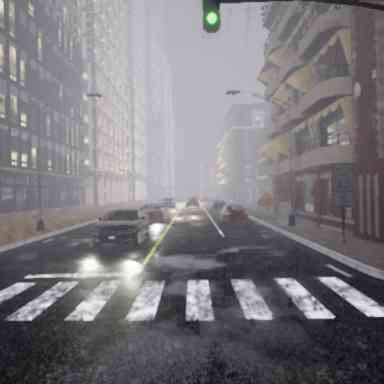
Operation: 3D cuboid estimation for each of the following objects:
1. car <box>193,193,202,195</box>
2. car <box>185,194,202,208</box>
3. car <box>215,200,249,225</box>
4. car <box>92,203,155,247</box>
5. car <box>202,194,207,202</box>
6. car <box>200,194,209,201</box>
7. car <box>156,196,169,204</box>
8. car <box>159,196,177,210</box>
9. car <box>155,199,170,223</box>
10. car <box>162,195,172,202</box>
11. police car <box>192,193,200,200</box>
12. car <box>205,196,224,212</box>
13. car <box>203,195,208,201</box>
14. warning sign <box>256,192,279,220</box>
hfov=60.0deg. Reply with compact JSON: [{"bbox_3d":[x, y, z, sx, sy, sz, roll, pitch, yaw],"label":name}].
[{"bbox_3d":[0.103,1.353,55.062,2.128,1.511,4.902,-1,0,0],"label":"car"},{"bbox_3d":[0.081,1.404,45.059,1.812,1.442,4.674,-1,0,0],"label":"car"},{"bbox_3d":[2.772,1.449,22.455,1.802,1.307,4.206,-1,0,0],"label":"car"},{"bbox_3d":[-3.085,1.475,15.263,1.882,1.535,5.008,-1,0,0],"label":"car"},{"bbox_3d":[2.825,1.368,69.263,1.802,1.307,4.206,-1,0,0],"label":"car"},{"bbox_3d":[2.835,1.219,74.912,1.967,1.590,4.097,-1,0,0],"label":"car"},{"bbox_3d":[-5.566,1.511,63.633,2.008,1.369,4.403,-1,0,0],"label":"car"},{"bbox_3d":[-2.985,1.451,42.480,1.837,1.490,4.892,-1,-1,1],"label":"car"},{"bbox_3d":[-3.055,1.541,25.274,1.994,1.385,4.181,-1,0,1],"label":"car"},{"bbox_3d":[-5.542,1.489,74.931,1.887,1.381,4.507,-1,0,0],"label":"car"},{"bbox_3d":[1.083,1.217,92.682,1.930,1.638,5.238,-1,0,0],"label":"police car"},{"bbox_3d":[2.750,1.394,35.372,2.008,1.369,4.403,-1,0,0],"label":"car"},{"bbox_3d":[2.763,1.383,41.020,2.008,1.369,4.403,-1,0,0],"label":"car"},{"bbox_3d":[5.086,0.936,22.564,1.300,1.860,1.060,-1,0,0],"label":"warning sign"}]
